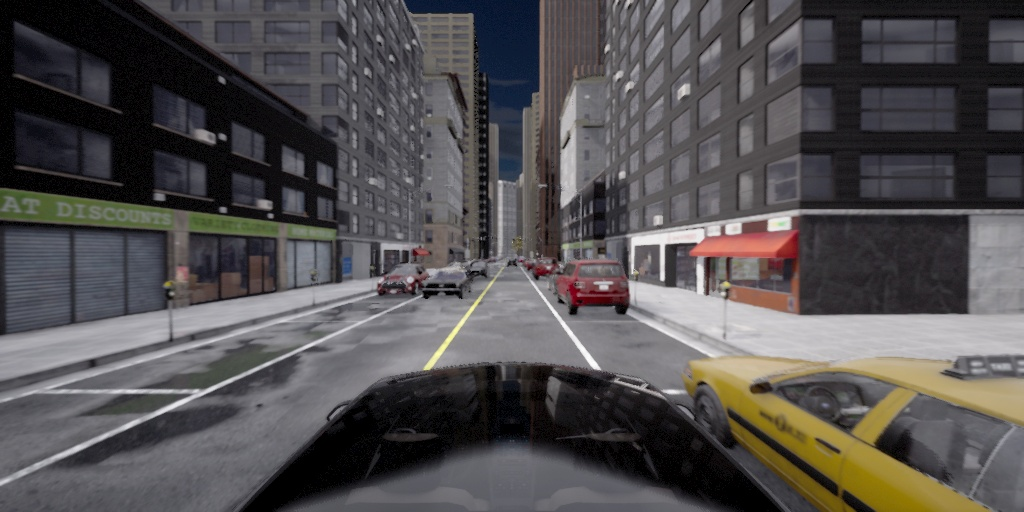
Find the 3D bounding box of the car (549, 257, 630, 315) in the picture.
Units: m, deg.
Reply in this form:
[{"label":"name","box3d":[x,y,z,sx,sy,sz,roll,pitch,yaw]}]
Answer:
[{"label":"car","box3d":[2.861,1.056,13.510,2.192,1.841,5.009,0,0,0]}]

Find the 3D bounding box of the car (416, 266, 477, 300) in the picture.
[{"label":"car","box3d":[-3.038,1.337,17.695,1.895,1.301,4.718,0,0,1]}]

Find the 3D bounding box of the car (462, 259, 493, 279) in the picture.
[{"label":"car","box3d":[-3.022,1.230,32.483,1.837,1.490,4.892,0,0,1]}]

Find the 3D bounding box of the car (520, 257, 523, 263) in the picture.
[{"label":"car","box3d":[2.882,1.275,64.355,1.948,1.339,4.313,0,0,0]}]

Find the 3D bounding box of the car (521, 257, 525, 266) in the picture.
[{"label":"car","box3d":[2.880,1.292,58.706,1.802,1.307,4.207,0,0,0]}]

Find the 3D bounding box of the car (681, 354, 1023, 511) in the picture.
[{"label":"car","box3d":[2.857,1.276,2.381,1.751,1.417,4.829,0,0,0]}]

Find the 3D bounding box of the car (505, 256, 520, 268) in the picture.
[{"label":"car","box3d":[0.025,1.213,62.111,1.837,1.490,4.892,0,0,0]}]

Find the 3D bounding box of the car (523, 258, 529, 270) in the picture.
[{"label":"car","box3d":[2.875,1.261,47.407,1.888,1.381,4.507,0,0,0]}]

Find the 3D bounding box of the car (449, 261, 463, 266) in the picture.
[{"label":"car","box3d":[-5.655,1.245,35.936,1.751,1.417,4.829,0,0,0]}]

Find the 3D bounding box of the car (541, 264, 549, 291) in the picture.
[{"label":"car","box3d":[2.863,1.287,19.160,2.007,1.370,4.403,0,0,0]}]

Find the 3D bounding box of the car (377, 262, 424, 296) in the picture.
[{"label":"car","box3d":[-5.662,1.173,19.159,1.967,1.591,4.097,0,0,0]}]

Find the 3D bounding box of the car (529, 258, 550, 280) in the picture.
[{"label":"car","box3d":[2.868,1.042,30.461,2.192,1.841,5.009,0,0,0]}]
